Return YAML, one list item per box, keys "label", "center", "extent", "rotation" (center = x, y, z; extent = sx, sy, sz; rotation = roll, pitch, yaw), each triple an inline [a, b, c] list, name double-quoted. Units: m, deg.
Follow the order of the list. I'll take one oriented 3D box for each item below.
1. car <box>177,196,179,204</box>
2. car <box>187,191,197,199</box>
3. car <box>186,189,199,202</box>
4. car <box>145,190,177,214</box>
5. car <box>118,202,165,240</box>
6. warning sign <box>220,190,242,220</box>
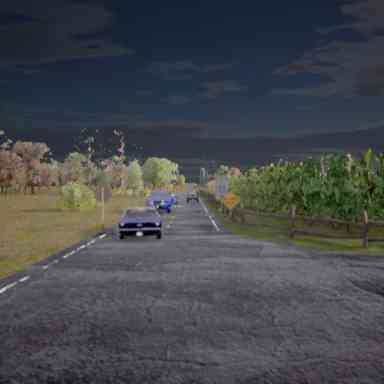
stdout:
- label: "car"
  center: [-2.829, 0.911, 43.817]
  extent: [1.812, 1.442, 4.674]
  rotation: [0, 1, 0]
- label: "car"
  center: [0.019, 0.577, 64.136]
  extent: [1.837, 1.490, 4.892]
  rotation: [0, 1, 0]
- label: "car"
  center: [0.111, 0.773, 51.496]
  extent: [1.837, 1.490, 4.892]
  rotation: [0, 1, 0]
- label: "car"
  center: [-2.841, 0.815, 29.861]
  extent: [2.150, 2.045, 5.566]
  rotation: [0, 0, 0]
- label: "car"
  center: [-2.438, 1.384, 15.818]
  extent: [1.895, 1.301, 4.718]
  rotation: [0, 1, -8]
- label: "warning sign"
  center: [2.452, 0.825, 21.184]
  extent: [1.300, 1.860, 1.060]
  rotation: [0, 1, 0]
